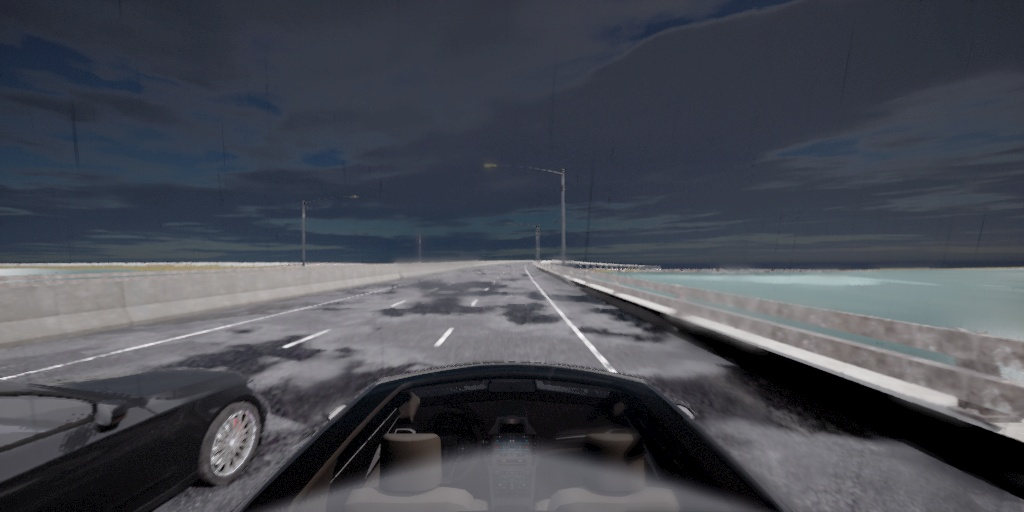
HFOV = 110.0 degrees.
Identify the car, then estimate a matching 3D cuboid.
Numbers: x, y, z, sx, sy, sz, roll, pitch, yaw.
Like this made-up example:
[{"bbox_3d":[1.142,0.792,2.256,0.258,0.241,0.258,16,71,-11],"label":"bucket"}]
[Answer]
[{"bbox_3d":[-3.400,1.305,1.695,1.812,1.442,4.674,-1,-1,0],"label":"car"}]
